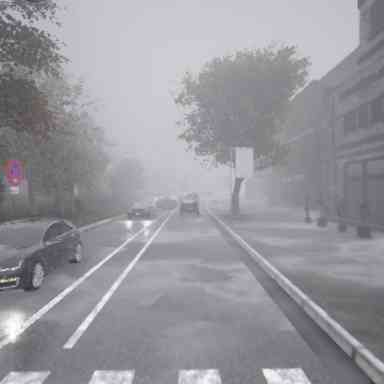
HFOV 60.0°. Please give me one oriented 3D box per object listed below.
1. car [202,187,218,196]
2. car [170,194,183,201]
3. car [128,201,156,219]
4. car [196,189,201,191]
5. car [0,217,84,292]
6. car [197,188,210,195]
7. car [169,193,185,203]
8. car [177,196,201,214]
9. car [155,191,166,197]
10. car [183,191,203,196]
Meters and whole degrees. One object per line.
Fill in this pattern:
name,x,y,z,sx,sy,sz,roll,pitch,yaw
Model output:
car,4.561,0.174,83.640,1.837,1.490,4.892,0,3,15
car,-3.217,1.483,57.719,2.002,1.452,4.674,-2,2,3
car,-4.369,1.546,29.512,1.812,1.442,4.674,0,0,2
car,0.112,0.393,80.334,2.097,1.535,5.008,-1,3,13
car,-4.443,1.512,9.080,1.837,1.490,4.892,0,0,-1
car,3.201,-0.199,91.950,2.097,1.535,5.008,0,3,17
car,-2.771,1.147,63.838,2.097,1.535,5.008,1,3,9
car,-0.251,1.475,34.815,1.882,1.535,5.008,0,0,0
car,-7.651,0.353,79.977,1.895,1.301,4.718,0,3,5
car,0.196,1.214,54.324,2.150,2.045,5.566,0,0,3
